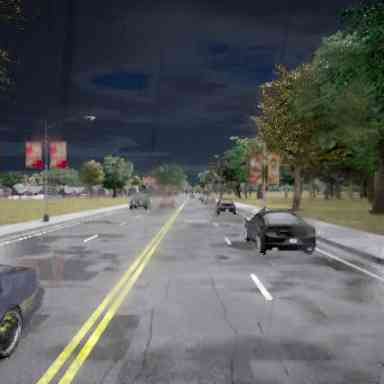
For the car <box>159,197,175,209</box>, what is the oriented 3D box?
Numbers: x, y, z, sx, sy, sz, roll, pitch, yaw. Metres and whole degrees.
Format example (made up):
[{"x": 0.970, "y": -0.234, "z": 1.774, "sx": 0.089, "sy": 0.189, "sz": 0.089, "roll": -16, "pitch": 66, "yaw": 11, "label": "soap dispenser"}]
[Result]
[{"x": -3.320, "y": 1.472, "z": 44.784, "sx": 1.882, "sy": 1.535, "sz": 5.008, "roll": 0, "pitch": 0, "yaw": 0, "label": "car"}]

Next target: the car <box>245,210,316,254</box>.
[{"x": 3.356, "y": 1.462, "z": 13.462, "sx": 1.882, "sy": 1.535, "sz": 5.008, "roll": 0, "pitch": 0, "yaw": 0, "label": "car"}]

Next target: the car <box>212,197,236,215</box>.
[{"x": 3.361, "y": 1.485, "z": 34.028, "sx": 1.837, "sy": 1.490, "sz": 4.892, "roll": 0, "pitch": 0, "yaw": 0, "label": "car"}]

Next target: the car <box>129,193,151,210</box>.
[{"x": -6.574, "y": 1.210, "z": 42.785, "sx": 2.150, "sy": 2.045, "sz": 5.566, "roll": 0, "pitch": 0, "yaw": 0, "label": "car"}]

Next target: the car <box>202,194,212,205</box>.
[{"x": 3.268, "y": 1.572, "z": 57.762, "sx": 2.033, "sy": 1.411, "sz": 5.357, "roll": 0, "pitch": 0, "yaw": 0, "label": "car"}]

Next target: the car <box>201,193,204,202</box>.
[{"x": 3.271, "y": 1.511, "z": 68.954, "sx": 1.801, "sy": 1.575, "sz": 5.366, "roll": 0, "pitch": 0, "yaw": 0, "label": "car"}]

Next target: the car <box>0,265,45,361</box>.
[{"x": -3.351, "y": 1.542, "z": 3.178, "sx": 2.033, "sy": 1.411, "sz": 5.357, "roll": 0, "pitch": 0, "yaw": 0, "label": "car"}]

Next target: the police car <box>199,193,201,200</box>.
[{"x": 3.274, "y": 1.590, "z": 79.766, "sx": 2.038, "sy": 1.542, "sz": 4.974, "roll": 0, "pitch": 0, "yaw": 0, "label": "police car"}]
